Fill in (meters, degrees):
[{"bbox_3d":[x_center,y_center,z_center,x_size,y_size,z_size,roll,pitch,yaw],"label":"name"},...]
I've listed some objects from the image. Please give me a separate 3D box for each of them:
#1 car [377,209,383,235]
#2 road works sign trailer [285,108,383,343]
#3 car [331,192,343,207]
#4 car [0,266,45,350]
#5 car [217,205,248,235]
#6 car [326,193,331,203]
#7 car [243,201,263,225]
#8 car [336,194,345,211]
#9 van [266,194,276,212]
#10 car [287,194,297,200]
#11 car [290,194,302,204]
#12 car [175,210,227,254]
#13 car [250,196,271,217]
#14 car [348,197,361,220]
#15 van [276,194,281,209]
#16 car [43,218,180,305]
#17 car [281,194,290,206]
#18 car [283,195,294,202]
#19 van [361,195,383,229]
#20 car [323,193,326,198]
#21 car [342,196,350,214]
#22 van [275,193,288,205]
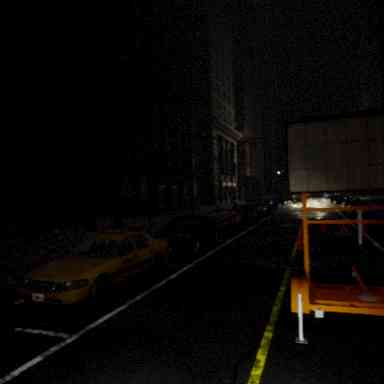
[{"bbox_3d":[7.865,1.323,11.173,2.008,1.369,4.403,-3,-1,20],"label":"car"},{"bbox_3d":[2.966,0.390,5.911,2.380,3.560,2.880,-2,0,20],"label":"road works sign trailer"},{"bbox_3d":[19.440,1.114,42.947,1.887,1.381,4.507,-3,-1,20],"label":"car"},{"bbox_3d":[-4.001,1.751,3.483,1.947,1.339,4.313,-3,0,20],"label":"car"},{"bbox_3d":[1.787,1.657,19.371,1.802,1.307,4.206,-3,-1,20],"label":"car"},{"bbox_3d":[23.288,0.822,53.541,2.192,1.841,5.009,-3,-1,20],"label":"car"},{"bbox_3d":[3.715,1.606,24.667,1.947,1.339,4.313,-3,-1,20],"label":"car"},{"bbox_3d":[15.581,1.185,32.356,2.008,1.369,4.403,-3,-1,20],"label":"car"},{"bbox_3d":[7.564,1.314,35.261,1.690,1.788,3.998,-3,-1,20],"label":"van"},{"bbox_3d":[24.938,1.267,82.923,1.947,1.339,4.313,-3,-1,20],"label":"car"},{"bbox_3d":[17.783,1.263,55.219,1.812,1.442,4.674,-2,0,20],"label":"car"},{"bbox_3d":[-0.143,1.677,14.074,1.947,1.339,4.313,-3,0,20],"label":"car"},{"bbox_3d":[5.639,1.447,29.964,1.967,1.590,4.097,-3,-1,20],"label":"car"},{"bbox_3d":[11.723,1.252,21.765,2.008,1.369,4.403,-3,-1,20],"label":"car"},{"bbox_3d":[9.494,1.282,40.557,1.690,1.788,3.998,-3,-1,20],"label":"van"},{"bbox_3d":[-2.132,1.674,8.619,1.752,1.417,4.829,-3,0,20],"label":"car"},{"bbox_3d":[13.351,1.192,51.149,2.192,1.841,5.009,-3,-1,20],"label":"car"},{"bbox_3d":[21.078,1.301,72.331,1.887,1.381,4.507,-3,-1,20],"label":"car"},{"bbox_3d":[9.785,1.078,16.471,1.690,1.788,3.998,-3,-1,20],"label":"van"},{"bbox_3d":[31.073,0.914,74.882,1.752,1.417,4.829,-3,-1,20],"label":"car"},{"bbox_3d":[13.653,1.249,27.060,1.802,1.307,4.206,-3,-1,20],"label":"car"},{"bbox_3d":[15.281,1.187,56.444,1.690,1.788,3.998,-3,-1,20],"label":"van"}]
